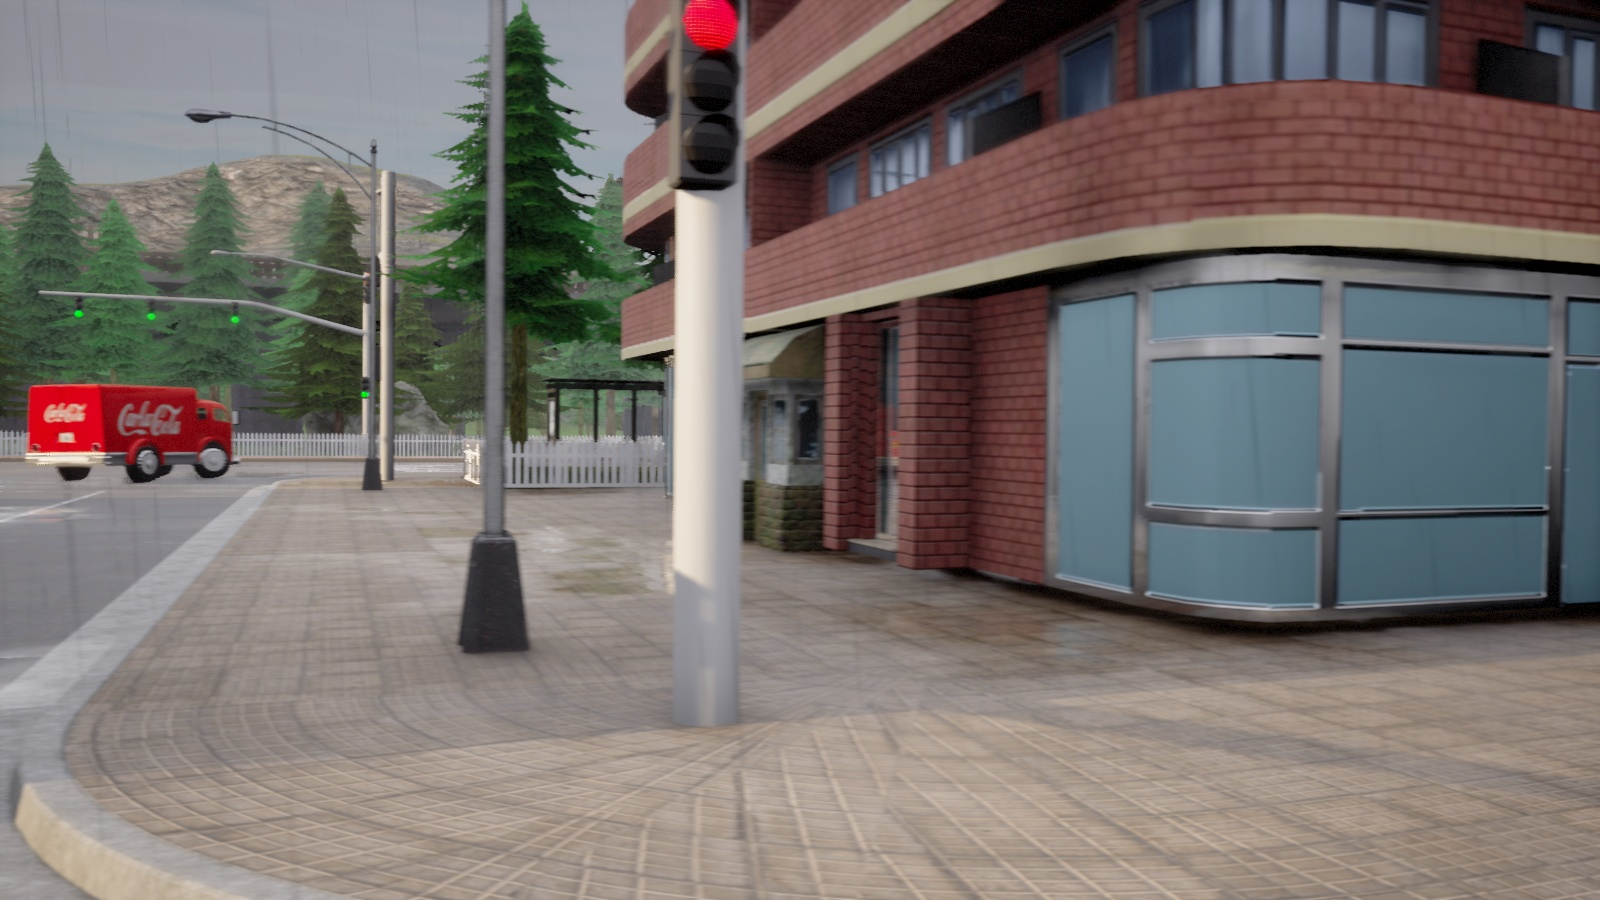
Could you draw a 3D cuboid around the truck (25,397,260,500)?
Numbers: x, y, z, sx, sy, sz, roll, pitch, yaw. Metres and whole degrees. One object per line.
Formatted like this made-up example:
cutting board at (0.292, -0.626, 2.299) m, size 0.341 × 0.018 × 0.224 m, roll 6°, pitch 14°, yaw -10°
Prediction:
truck at (-17.340, -0.064, 33.504) m, size 2.627 × 2.467 × 5.204 m, roll -2°, pitch 0°, yaw 15°
